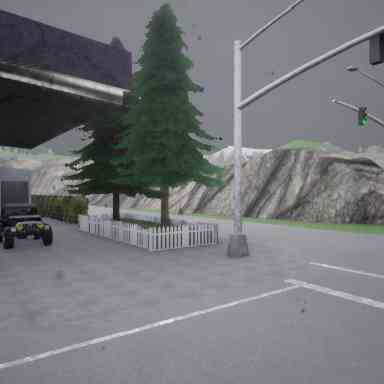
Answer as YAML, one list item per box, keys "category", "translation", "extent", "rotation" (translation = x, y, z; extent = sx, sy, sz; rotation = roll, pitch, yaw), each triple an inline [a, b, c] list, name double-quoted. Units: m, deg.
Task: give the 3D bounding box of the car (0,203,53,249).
- category: "car"
  translation: [-8.030, 1.505, 15.815]
  extent: [1.905, 1.878, 3.866]
  rotation: [0, 0, -37]
